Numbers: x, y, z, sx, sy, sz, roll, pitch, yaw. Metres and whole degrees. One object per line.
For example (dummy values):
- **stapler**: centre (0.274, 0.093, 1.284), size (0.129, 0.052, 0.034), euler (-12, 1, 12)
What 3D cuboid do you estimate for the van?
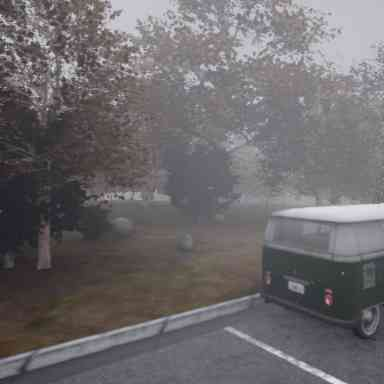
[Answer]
- **van**: centre (3.484, 1.249, 6.515), size (4.442, 1.987, 1.878), euler (0, 1, -33)
